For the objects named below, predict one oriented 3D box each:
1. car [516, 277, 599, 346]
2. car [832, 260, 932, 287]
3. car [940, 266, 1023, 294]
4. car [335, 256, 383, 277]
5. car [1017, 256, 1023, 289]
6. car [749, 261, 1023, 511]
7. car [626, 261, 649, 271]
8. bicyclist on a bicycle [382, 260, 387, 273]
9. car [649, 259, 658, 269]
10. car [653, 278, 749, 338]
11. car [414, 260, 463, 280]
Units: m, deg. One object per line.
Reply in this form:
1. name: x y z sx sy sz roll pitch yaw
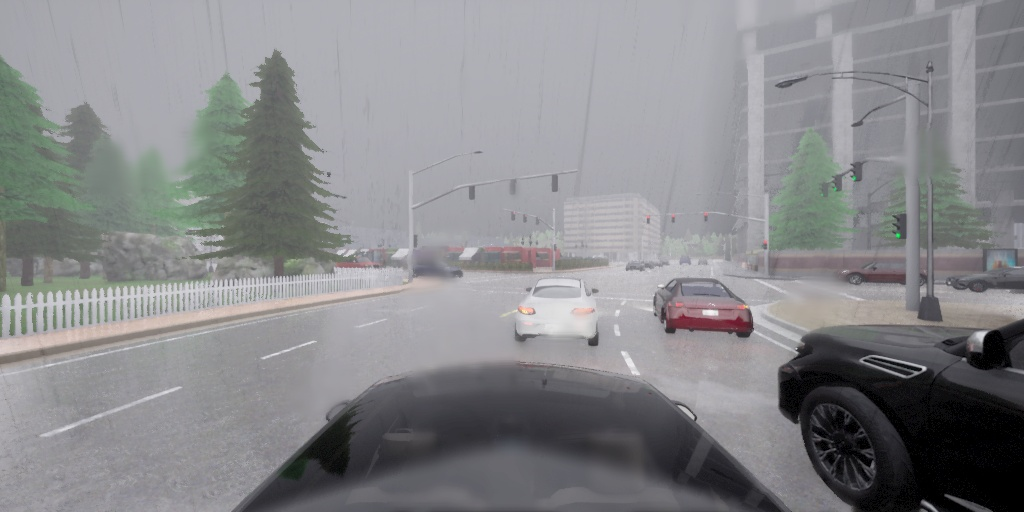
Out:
1. car: 1.271 1.276 9.399 1.812 1.442 4.674 0 0 11
2. car: 25.903 1.157 25.387 4.553 1.767 2.097 0 0 29
3. car: 27.992 1.330 20.154 4.674 1.442 1.812 0 0 29
4. car: -15.680 1.026 36.654 5.566 2.045 2.150 0 0 30
5. car: 34.242 1.026 20.660 5.566 2.045 2.150 0 0 30
6. car: 3.737 0.971 1.179 2.150 2.045 5.566 0 0 0
7. car: 16.457 1.313 47.661 1.994 1.385 4.181 0 0 29
8. bicyclist on a bicycle: -15.755 1.257 44.253 0.582 1.620 1.656 0 0 -23
9. car: 20.781 1.349 55.401 1.895 1.301 4.718 0 0 29
10. car: 5.292 1.314 10.409 1.994 1.385 4.181 0 0 17
11. car: -6.497 1.156 31.447 4.553 1.767 2.097 0 0 30
